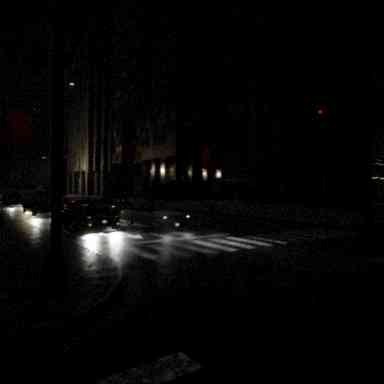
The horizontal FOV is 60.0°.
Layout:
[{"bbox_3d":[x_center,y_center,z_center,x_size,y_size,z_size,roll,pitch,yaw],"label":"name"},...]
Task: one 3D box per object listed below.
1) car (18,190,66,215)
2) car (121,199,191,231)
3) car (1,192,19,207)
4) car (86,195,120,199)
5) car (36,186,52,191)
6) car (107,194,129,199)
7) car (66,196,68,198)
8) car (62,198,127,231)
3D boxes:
[{"bbox_3d":[-11.716,0.895,25.773,1.882,1.535,5.008,1,1,-38],"label":"car"},{"bbox_3d":[-2.101,1.311,18.703,1.895,1.301,4.718,1,1,-38],"label":"car"},{"bbox_3d":[-18.204,0.731,34.139,2.033,1.411,5.357,1,1,-38],"label":"car"},{"bbox_3d":[-7.734,1.106,25.937,1.895,1.301,4.718,1,1,-38],"label":"car"},{"bbox_3d":[-28.030,-0.121,63.012,2.150,2.045,5.566,1,1,-38],"label":"car"},{"bbox_3d":[-9.122,0.886,38.654,2.033,1.411,5.357,1,1,-38],"label":"car"},{"bbox_3d":[-13.311,0.904,33.139,1.895,1.301,4.718,1,1,-38],"label":"car"},{"bbox_3d":[-5.463,1.209,17.708,1.994,1.385,4.181,1,1,-38],"label":"car"}]
